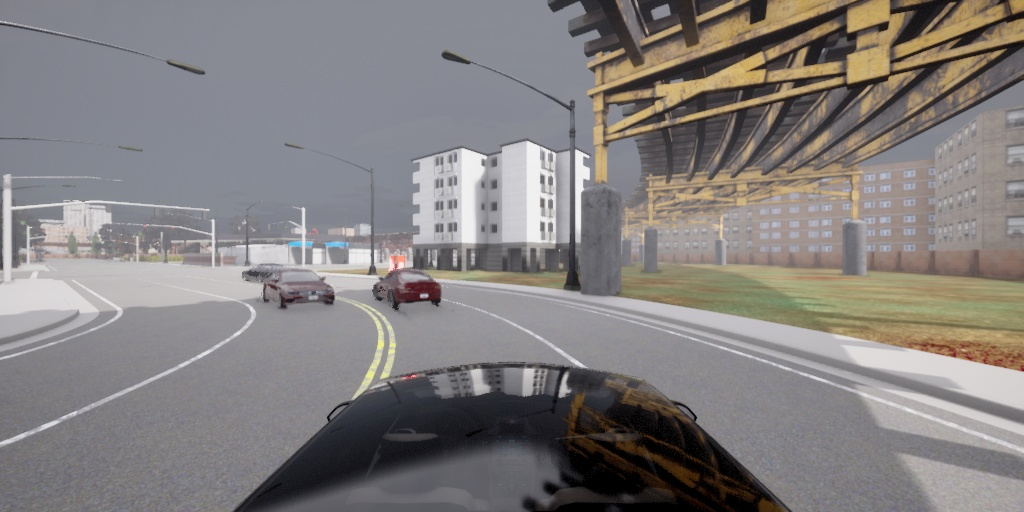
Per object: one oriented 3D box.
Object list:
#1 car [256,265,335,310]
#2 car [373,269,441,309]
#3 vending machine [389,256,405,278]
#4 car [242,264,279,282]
[{"bbox_3d":[-8.942,1.275,14.859,1.812,1.442,4.674,0,0,-45],"label":"car"},{"bbox_3d":[-4.431,1.275,14.985,1.812,1.442,4.674,0,0,-32],"label":"car"},{"bbox_3d":[-9.508,0.945,29.695,0.880,2.100,1.100,0,0,37],"label":"vending machine"},{"bbox_3d":[-18.859,1.297,27.580,5.357,1.411,2.033,0,0,37],"label":"car"}]
